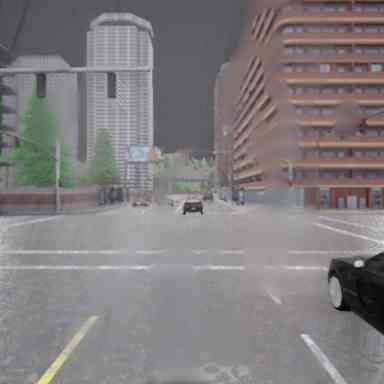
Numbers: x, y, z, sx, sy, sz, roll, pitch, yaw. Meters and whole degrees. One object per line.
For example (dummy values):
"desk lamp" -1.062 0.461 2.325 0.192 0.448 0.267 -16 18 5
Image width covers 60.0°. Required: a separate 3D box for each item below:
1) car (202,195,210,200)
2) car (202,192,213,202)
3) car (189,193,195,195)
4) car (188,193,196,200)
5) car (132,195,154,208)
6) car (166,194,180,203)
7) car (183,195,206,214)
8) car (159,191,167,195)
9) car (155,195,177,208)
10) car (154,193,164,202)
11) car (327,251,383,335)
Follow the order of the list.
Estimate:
"car" 3.545 1.385 83.155 1.895 1.301 4.718 0 0 0
"car" 3.540 1.050 73.588 2.150 2.045 5.566 0 0 0
"car" 0.041 1.179 74.380 2.097 1.767 4.553 0 0 0
"car" 0.045 1.146 83.097 2.097 1.767 4.553 0 0 0
"car" -7.053 1.384 46.286 2.128 1.511 4.902 0 0 0
"car" -3.488 1.381 63.138 1.812 1.442 4.674 0 0 1
"car" 0.116 1.385 33.266 1.882 1.535 5.008 0 -1 0
"car" -6.957 1.031 77.850 2.150 2.045 5.566 0 0 0
"car" -3.555 1.457 46.098 1.994 1.385 4.181 0 0 0
"car" -6.999 1.349 62.267 2.128 1.511 4.902 0 0 1
"car" 3.600 1.467 4.655 1.882 1.535 5.008 0 0 1
